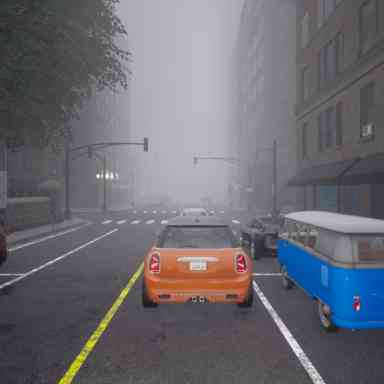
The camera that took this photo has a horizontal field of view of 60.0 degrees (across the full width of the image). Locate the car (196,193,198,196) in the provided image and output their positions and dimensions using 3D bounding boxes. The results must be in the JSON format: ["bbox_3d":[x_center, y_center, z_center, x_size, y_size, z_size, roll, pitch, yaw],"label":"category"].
[{"bbox_3d":[2.880,1.507,93.991,1.752,1.417,4.829,0,0,0],"label":"car"}]

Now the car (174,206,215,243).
[{"bbox_3d":[0.106,1.521,17.097,1.812,1.442,4.674,0,0,0],"label":"car"}]

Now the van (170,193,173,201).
[{"bbox_3d":[-5.651,1.312,71.996,1.690,1.788,3.998,0,0,0],"label":"van"}]

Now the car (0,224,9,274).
[{"bbox_3d":[-5.667,1.314,6.504,2.192,1.841,5.009,0,0,0],"label":"car"}]

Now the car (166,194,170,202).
[{"bbox_3d":[-5.653,1.515,61.094,1.887,1.381,4.507,0,0,0],"label":"car"}]

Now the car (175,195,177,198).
[{"bbox_3d":[-5.649,1.290,82.897,2.192,1.841,5.009,0,0,0],"label":"car"}]

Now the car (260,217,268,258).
[{"bbox_3d":[2.860,1.563,12.202,1.947,1.339,4.313,0,0,0],"label":"car"}]

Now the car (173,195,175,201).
[{"bbox_3d":[-5.649,1.523,77.446,2.008,1.369,4.403,0,0,0],"label":"car"}]

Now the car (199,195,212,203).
[{"bbox_3d":[2.872,1.410,66.579,1.967,1.590,4.097,0,0,0],"label":"car"}]

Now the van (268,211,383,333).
[{"bbox_3d":[2.858,1.340,6.542,1.690,1.788,3.998,0,0,0],"label":"van"}]

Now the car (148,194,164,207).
[{"bbox_3d":[-5.656,1.498,50.023,1.752,1.417,4.829,0,0,0],"label":"car"}]

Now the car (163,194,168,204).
[{"bbox_3d":[-5.655,1.522,55.643,2.008,1.369,4.403,0,0,0],"label":"car"}]

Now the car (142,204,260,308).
[{"bbox_3d":[0.104,1.351,8.096,2.097,1.767,4.553,0,0,0],"label":"car"}]

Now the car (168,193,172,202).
[{"bbox_3d":[-5.652,1.515,66.545,1.887,1.381,4.507,0,0,0],"label":"car"}]
